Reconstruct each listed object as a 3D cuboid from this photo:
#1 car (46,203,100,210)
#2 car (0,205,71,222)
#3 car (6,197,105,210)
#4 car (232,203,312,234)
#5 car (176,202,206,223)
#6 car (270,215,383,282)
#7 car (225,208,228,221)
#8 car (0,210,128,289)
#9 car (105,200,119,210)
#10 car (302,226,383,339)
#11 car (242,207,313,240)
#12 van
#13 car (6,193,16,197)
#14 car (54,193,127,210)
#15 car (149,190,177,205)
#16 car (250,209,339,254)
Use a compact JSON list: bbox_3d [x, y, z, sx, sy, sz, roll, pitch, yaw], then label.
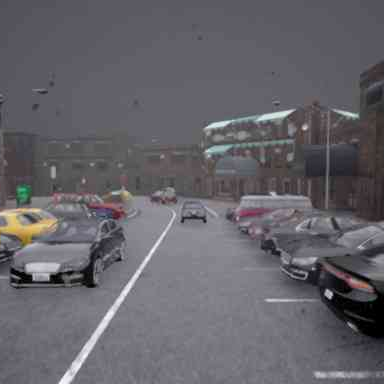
[{"bbox_3d":[-7.478,1.454,15.913,5.366,1.575,1.946,0,0,0],"label":"car"},{"bbox_3d":[-7.851,1.458,12.974,5.366,1.575,1.946,0,0,0],"label":"car"},{"bbox_3d":[-7.629,1.323,18.855,4.553,1.767,2.185,0,0,0],"label":"car"},{"bbox_3d":[4.674,1.457,16.484,4.892,1.521,2.231,0,0,0],"label":"car"},{"bbox_3d":[0.094,1.430,24.903,2.033,1.411,5.357,0,1,-1],"label":"car"},{"bbox_3d":[4.665,1.469,8.105,4.892,1.521,2.231,0,0,0],"label":"car"},{"bbox_3d":[4.667,1.416,22.087,4.892,1.521,2.231,0,1,0],"label":"car"},{"bbox_3d":[-3.094,1.478,9.264,2.128,1.511,4.902,0,0,0],"label":"car"},{"bbox_3d":[-7.662,1.421,21.685,5.008,1.535,2.097,0,1,0],"label":"car"},{"bbox_3d":[4.650,1.472,5.313,5.008,1.535,2.097,0,0,0],"label":"car"},{"bbox_3d":[4.666,1.500,13.694,4.674,1.452,2.002,0,0,0],"label":"car"},{"bbox_3d":[4.554,1.220,19.277,4.442,1.987,1.878,0,1,0],"label":"van"},{"bbox_3d":[-28.968,0.802,50.660,4.181,1.385,1.994,-2,3,12],"label":"car"},{"bbox_3d":[-7.626,1.118,24.626,5.566,2.045,2.435,0,1,0],"label":"car"},{"bbox_3d":[-3.667,0.517,41.264,2.097,1.767,4.553,-2,5,-30],"label":"car"},{"bbox_3d":[4.655,1.465,11.024,4.892,1.521,2.231,0,0,0],"label":"car"}]
